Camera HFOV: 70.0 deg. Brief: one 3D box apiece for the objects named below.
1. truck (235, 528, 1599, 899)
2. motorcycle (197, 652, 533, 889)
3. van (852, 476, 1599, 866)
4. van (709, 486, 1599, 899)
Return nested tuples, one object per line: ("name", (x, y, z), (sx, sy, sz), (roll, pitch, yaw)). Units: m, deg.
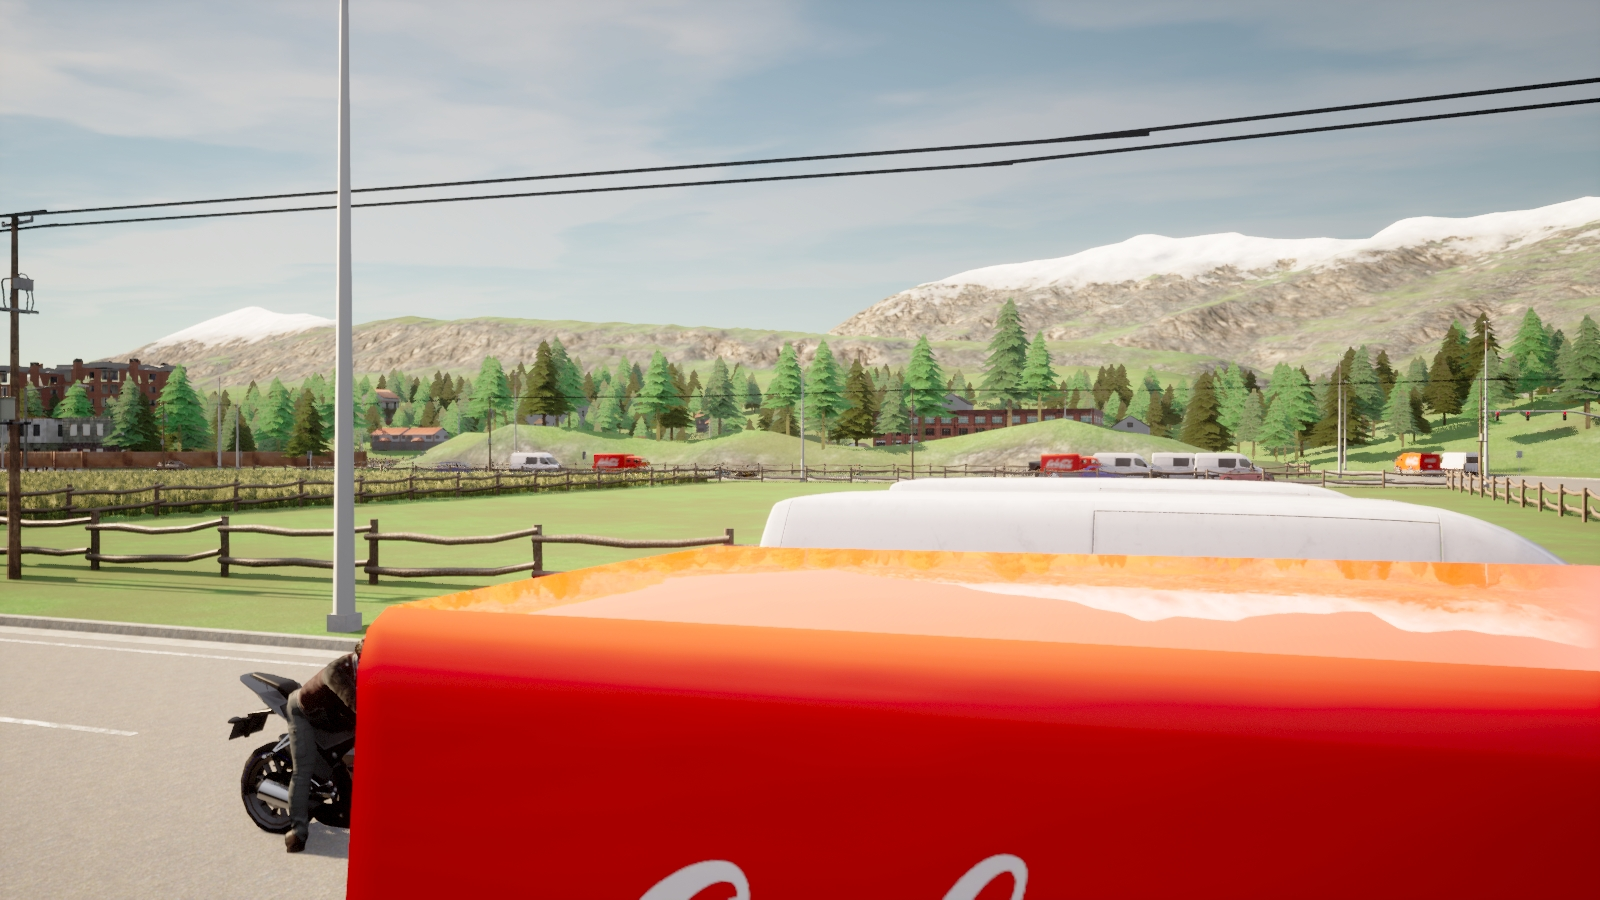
("truck", (1.688, 1.568, 2.755), (5.204, 2.467, 2.627), (0, 0, 21))
("motorcycle", (-3.101, 2.207, 8.151), (2.209, 1.251, 0.867), (0, 0, 20))
("van", (3.551, 1.535, 9.451), (5.915, 2.561, 1.988), (0, 0, 20))
("van", (2.632, 1.534, 6.060), (5.915, 2.561, 1.988), (0, 0, 20))
